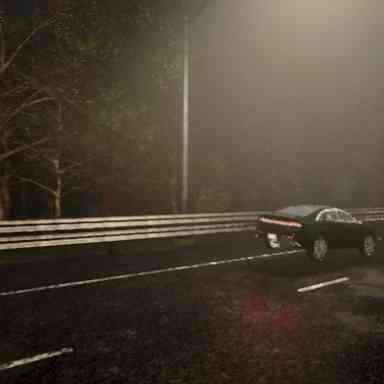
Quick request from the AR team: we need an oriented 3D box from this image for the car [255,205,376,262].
[{"bbox_3d":[4.227,1.207,10.925,4.902,1.511,2.128,4,0,-37],"label":"car"}]
